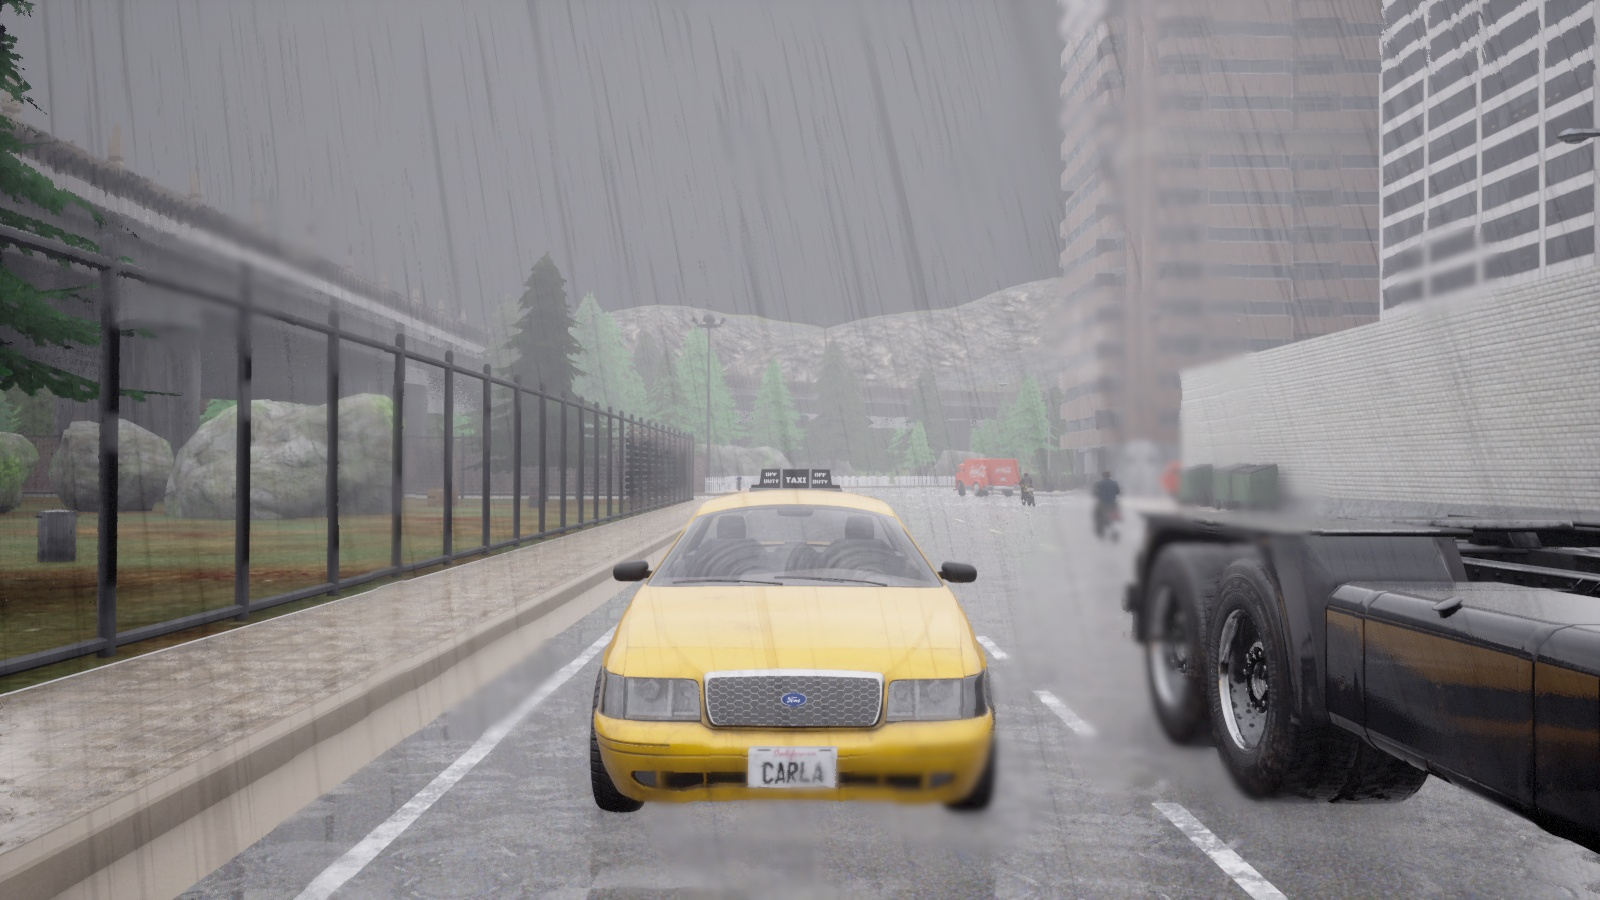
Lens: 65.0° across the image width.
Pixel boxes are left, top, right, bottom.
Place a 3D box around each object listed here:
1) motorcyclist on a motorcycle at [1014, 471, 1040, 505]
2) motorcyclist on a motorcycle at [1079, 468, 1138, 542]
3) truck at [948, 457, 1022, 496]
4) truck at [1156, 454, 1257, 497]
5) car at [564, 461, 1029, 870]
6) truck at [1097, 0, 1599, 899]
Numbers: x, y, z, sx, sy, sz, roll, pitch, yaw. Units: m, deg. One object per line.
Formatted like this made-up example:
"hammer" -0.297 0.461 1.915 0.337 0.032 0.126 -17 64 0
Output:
"motorcyclist on a motorcycle" 10.336 1.714 57.208 0.797 1.523 2.044 0 -1 0
"motorcyclist on a motorcycle" 6.918 1.214 28.249 0.866 1.590 1.817 0 -1 0
"truck" 12.110 1.709 82.716 2.627 2.467 5.204 0 -1 -20
"truck" 24.403 1.545 75.578 5.204 2.467 2.627 -1 -1 0
"car" -0.022 0.880 7.560 1.801 1.575 5.366 0 -1 0
"truck" 3.483 -0.105 4.528 2.891 3.462 7.936 0 -1 0
